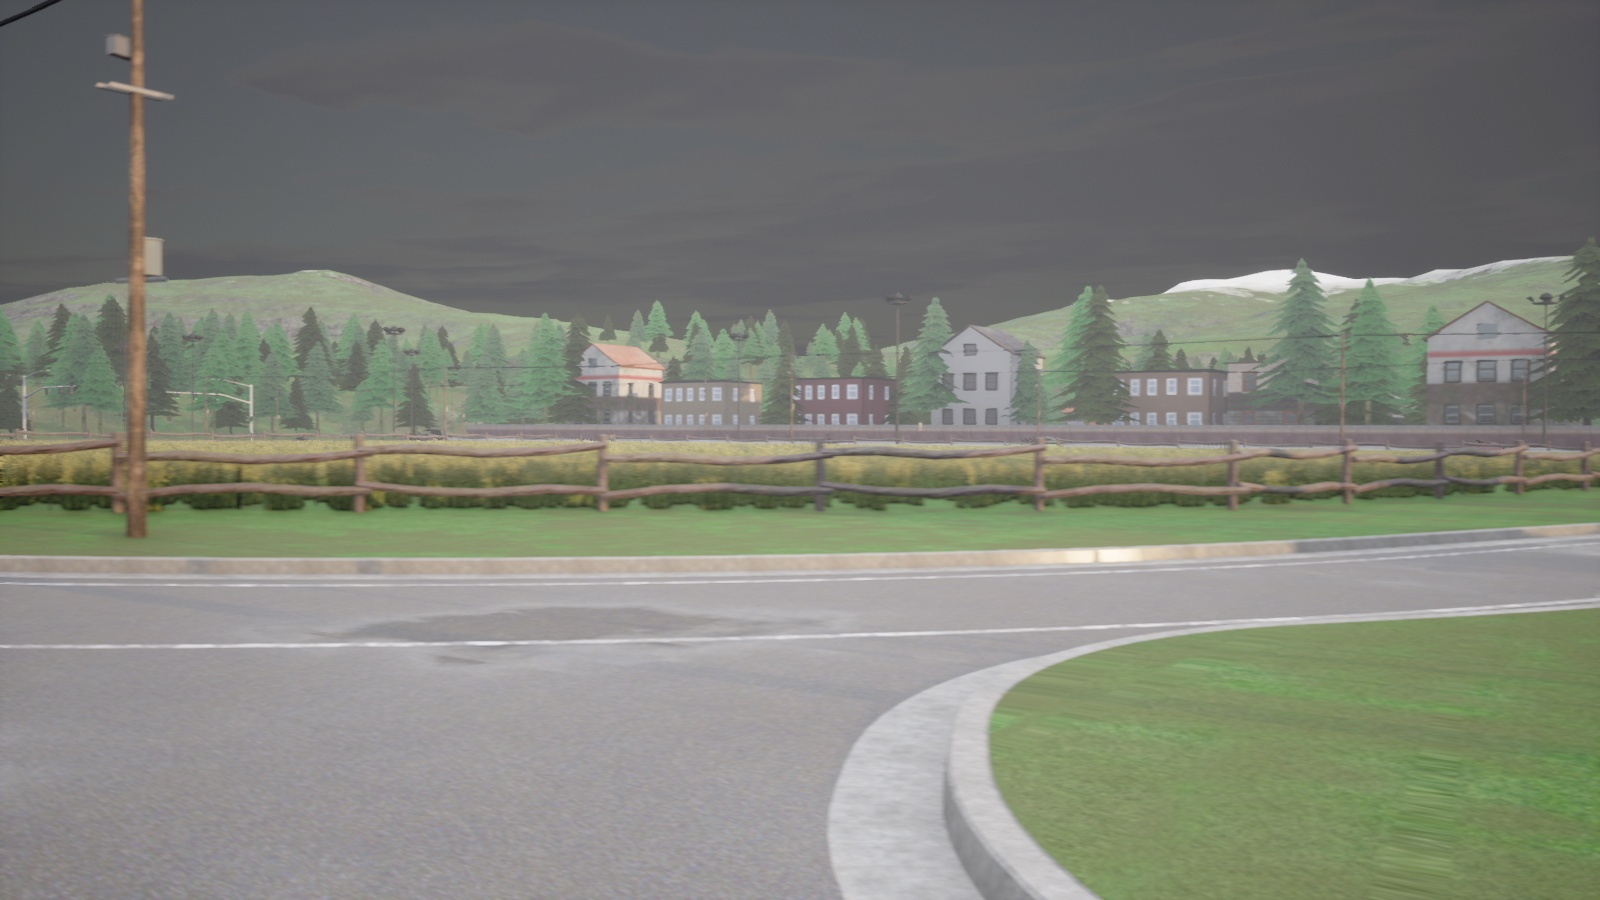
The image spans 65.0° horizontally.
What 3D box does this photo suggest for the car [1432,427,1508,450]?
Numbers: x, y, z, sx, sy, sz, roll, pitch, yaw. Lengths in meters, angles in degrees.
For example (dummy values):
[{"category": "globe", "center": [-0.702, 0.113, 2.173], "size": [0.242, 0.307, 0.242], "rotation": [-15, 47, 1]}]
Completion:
[{"category": "car", "center": [43.685, -0.741, 81.893], "size": [4.193, 1.474, 1.816], "rotation": [0, 1, 34]}]
